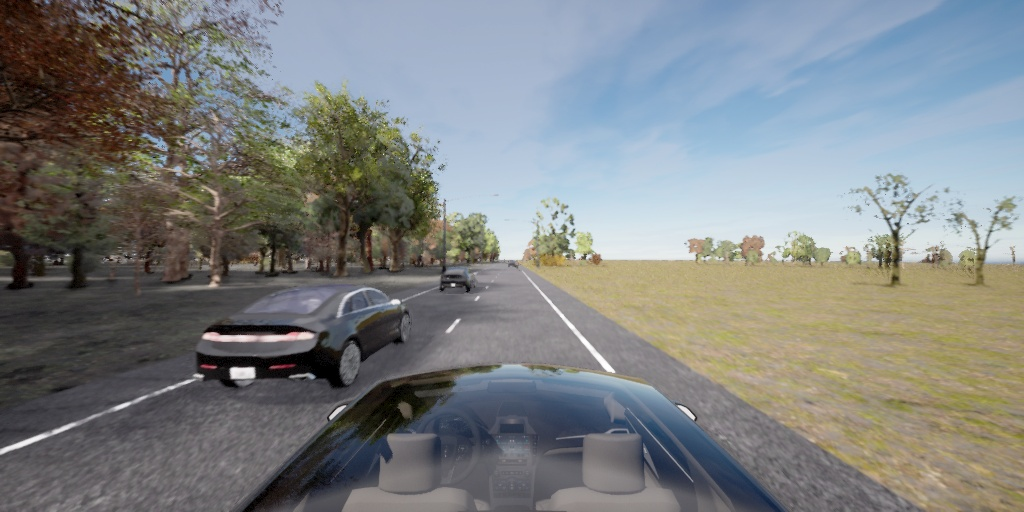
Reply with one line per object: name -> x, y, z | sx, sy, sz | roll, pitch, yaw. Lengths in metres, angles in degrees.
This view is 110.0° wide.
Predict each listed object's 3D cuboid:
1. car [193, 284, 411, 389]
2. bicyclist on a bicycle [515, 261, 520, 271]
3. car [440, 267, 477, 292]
car -> -3.399, 1.289, 6.954 | 2.128, 1.511, 4.902 | 0, -1, 0
bicyclist on a bicycle -> 0.956, 1.712, 57.124 | 0.582, 1.620, 1.656 | 0, -1, 0
car -> -3.404, 1.451, 23.129 | 1.837, 1.490, 4.892 | 0, -1, 0
